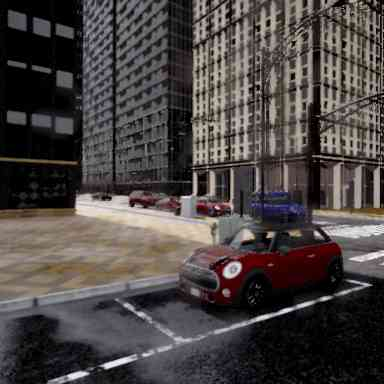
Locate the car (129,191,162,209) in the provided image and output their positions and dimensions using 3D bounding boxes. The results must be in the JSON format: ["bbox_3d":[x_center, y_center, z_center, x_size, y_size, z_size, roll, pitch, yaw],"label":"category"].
[{"bbox_3d":[-4.988,0.827,35.665,2.192,1.841,5.009,2,0,-36],"label":"car"}]

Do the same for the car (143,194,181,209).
[{"bbox_3d":[-3.529,0.993,38.049,2.128,1.511,4.902,0,1,-36],"label":"car"}]

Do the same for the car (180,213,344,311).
[{"bbox_3d":[1.695,1.474,7.772,4.097,1.590,1.967,0,0,-36],"label":"car"}]

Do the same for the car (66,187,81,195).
[{"bbox_3d":[-30.705,-0.212,85.918,2.192,1.841,5.009,2,0,-36],"label":"car"}]

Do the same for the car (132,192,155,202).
[{"bbox_3d":[-7.969,0.791,54.195,1.947,1.339,4.313,2,0,-36],"label":"car"}]

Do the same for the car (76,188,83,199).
[{"bbox_3d":[-21.234,0.518,58.316,1.887,1.381,4.507,2,0,-36],"label":"car"}]

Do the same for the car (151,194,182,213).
[{"bbox_3d":[-1.749,1.201,31.135,1.802,1.307,4.206,2,0,-36],"label":"car"}]

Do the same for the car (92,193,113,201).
[{"bbox_3d":[-14.411,0.795,53.391,1.895,1.301,4.718,0,1,-36],"label":"car"}]

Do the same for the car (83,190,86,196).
[{"bbox_3d":[-27.463,0.125,81.386,1.887,1.381,4.507,2,0,-36],"label":"car"}]

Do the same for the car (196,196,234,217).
[{"bbox_3d":[1.504,1.167,26.605,1.967,1.590,4.097,2,0,-36],"label":"car"}]

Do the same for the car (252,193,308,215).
[{"bbox_3d":[6.368,1.185,24.175,2.097,1.767,4.553,0,1,-34],"label":"car"}]

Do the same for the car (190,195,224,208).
[{"bbox_3d":[1.777,1.129,40.598,1.802,1.307,4.206,2,0,-36],"label":"car"}]

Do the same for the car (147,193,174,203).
[{"bbox_3d":[-4.818,0.854,49.802,1.752,1.417,4.829,2,0,-36],"label":"car"}]
